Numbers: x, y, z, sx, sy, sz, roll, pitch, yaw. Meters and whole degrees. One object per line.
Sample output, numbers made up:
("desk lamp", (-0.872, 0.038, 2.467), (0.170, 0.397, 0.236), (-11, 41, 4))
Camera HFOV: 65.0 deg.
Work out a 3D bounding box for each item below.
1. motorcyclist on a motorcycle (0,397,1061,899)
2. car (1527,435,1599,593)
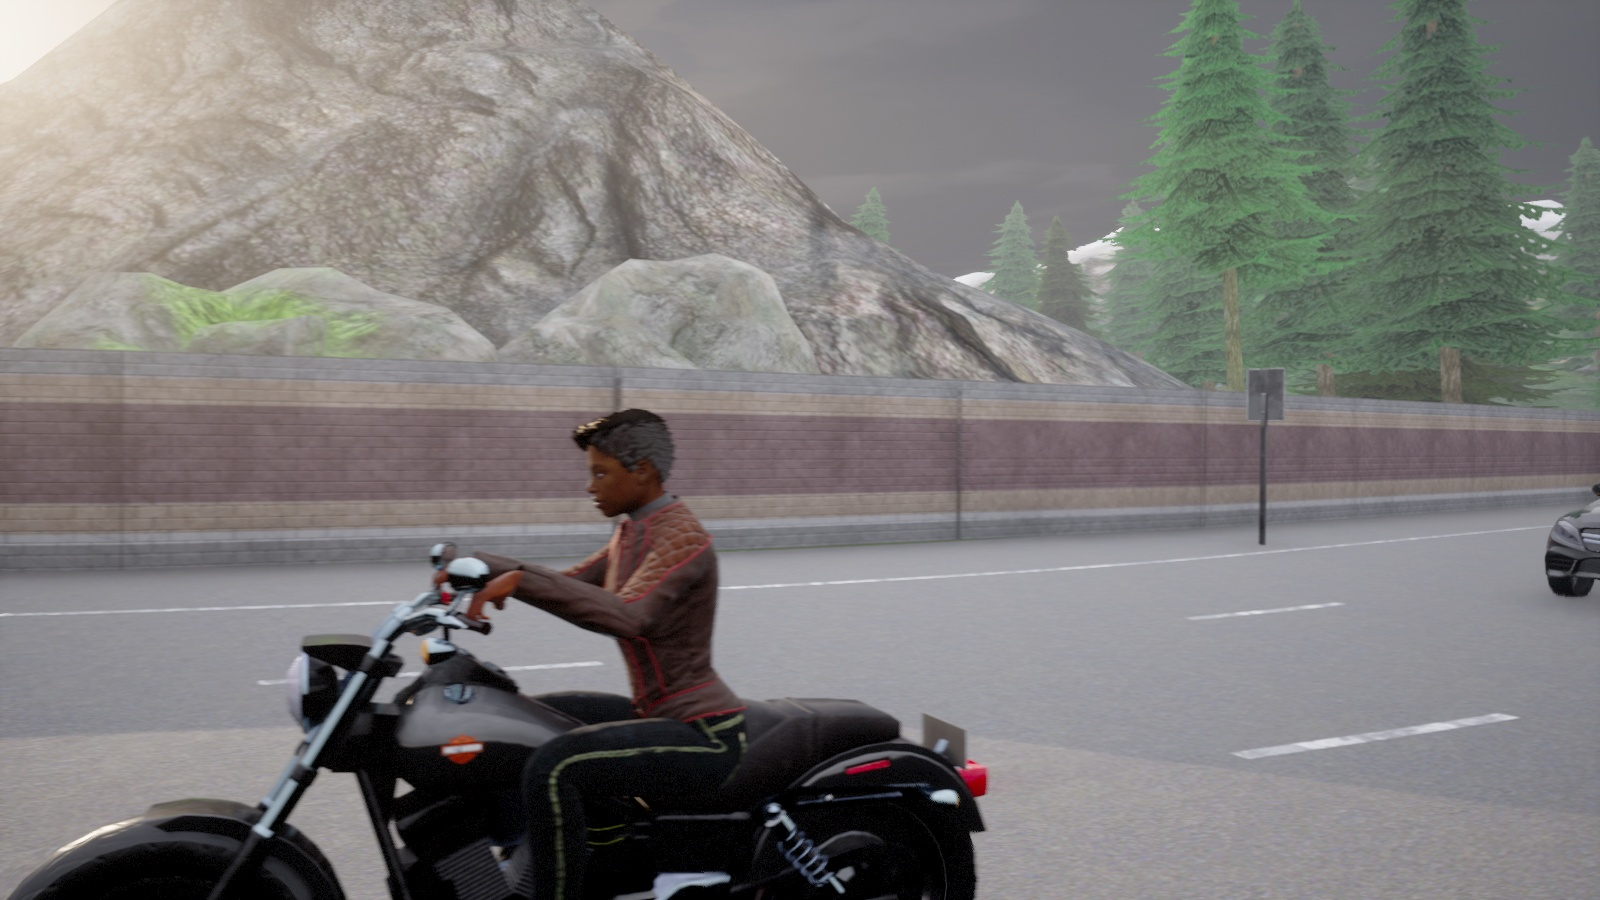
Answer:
("motorcyclist on a motorcycle", (-0.604, 0.718, 2.986), (2.350, 1.649, 0.766), (-1, 0, -22))
("car", (9.373, 0.555, 12.787), (4.674, 1.442, 1.812), (-1, 1, -38))
